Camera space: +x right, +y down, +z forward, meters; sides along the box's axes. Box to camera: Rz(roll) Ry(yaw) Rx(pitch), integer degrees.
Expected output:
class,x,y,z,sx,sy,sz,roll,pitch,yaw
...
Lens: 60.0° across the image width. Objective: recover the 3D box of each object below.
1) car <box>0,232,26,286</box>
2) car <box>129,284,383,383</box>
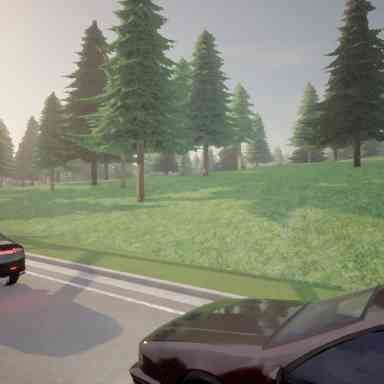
class,x,y,z,sx,sy,sz,roll,pitch,yaw
car,-6.015,1.492,8.174,4.902,1.511,2.128,0,0,36
car,1.975,1.547,2.583,5.357,1.411,2.033,0,0,35
